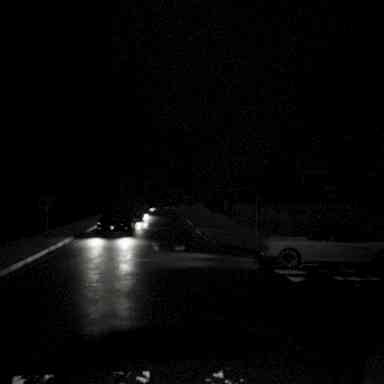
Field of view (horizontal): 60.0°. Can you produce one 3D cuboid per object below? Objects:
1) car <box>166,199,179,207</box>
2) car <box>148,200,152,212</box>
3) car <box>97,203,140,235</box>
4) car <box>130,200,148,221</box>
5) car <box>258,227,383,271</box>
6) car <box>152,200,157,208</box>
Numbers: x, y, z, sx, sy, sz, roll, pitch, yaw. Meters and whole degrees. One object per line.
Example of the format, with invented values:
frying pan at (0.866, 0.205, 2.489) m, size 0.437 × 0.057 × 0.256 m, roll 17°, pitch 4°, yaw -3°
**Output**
car at (-3.725, 2.058, 63.421) m, size 1.812 × 1.442 × 4.674 m, roll 0°, pitch -1°, yaw 5°
car at (-6.041, 1.858, 39.223) m, size 1.895 × 1.301 × 4.718 m, roll 0°, pitch 0°, yaw -5°
car at (-4.382, 1.629, 19.794) m, size 1.837 × 1.490 × 4.892 m, roll 0°, pitch 0°, yaw -5°
car at (-5.202, 1.657, 29.216) m, size 1.882 × 1.535 × 5.008 m, roll 0°, pitch 0°, yaw -5°
car at (4.661, 1.833, 11.256) m, size 4.718 × 1.301 × 1.895 m, roll 0°, pitch -3°, yaw 4°
car at (-6.925, 1.982, 55.343) m, size 2.033 × 1.411 × 5.357 m, roll 0°, pitch -1°, yaw 0°
